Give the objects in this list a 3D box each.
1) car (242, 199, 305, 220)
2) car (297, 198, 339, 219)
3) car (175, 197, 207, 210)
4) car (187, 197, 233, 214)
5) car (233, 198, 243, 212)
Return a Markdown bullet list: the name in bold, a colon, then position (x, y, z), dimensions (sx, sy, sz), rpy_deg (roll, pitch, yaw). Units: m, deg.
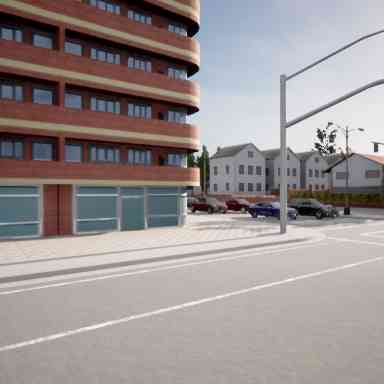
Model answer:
- **car**: position (6.792, 1.526, 28.178), dimensions (1.812, 1.442, 4.674), rpy_deg (0, 0, -35)
- **car**: position (10.427, 1.352, 29.072), dimensions (2.097, 1.767, 4.553), rpy_deg (0, 0, -35)
- **car**: position (-0.210, 1.505, 44.434), dimensions (1.837, 1.490, 4.892), rpy_deg (0, 0, -35)
- **car**: position (1.795, 1.352, 35.374), dimensions (2.097, 1.767, 4.553), rpy_deg (0, 0, -34)
- **car**: position (5.174, 1.478, 36.646), dimensions (1.882, 1.535, 5.008), rpy_deg (0, 0, -35)
